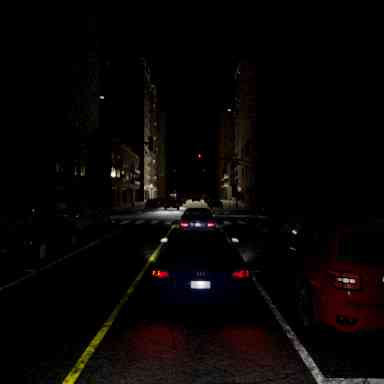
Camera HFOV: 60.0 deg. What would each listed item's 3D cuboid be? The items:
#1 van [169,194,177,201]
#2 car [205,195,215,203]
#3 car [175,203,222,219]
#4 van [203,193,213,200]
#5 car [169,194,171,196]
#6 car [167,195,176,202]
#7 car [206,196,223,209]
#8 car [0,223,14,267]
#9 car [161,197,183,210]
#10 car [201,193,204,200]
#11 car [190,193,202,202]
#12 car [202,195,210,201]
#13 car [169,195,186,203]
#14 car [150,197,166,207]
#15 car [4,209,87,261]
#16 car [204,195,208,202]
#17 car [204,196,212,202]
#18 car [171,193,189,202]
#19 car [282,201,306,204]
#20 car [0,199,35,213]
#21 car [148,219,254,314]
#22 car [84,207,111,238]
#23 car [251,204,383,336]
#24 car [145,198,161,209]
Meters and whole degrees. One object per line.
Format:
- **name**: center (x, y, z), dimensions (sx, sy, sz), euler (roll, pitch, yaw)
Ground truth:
- **van**: center (-4.748, 1.369, 84.702), dimensions (1.690, 1.788, 3.998), euler (1, 0, 1)
- **car**: center (3.329, 1.593, 50.547), dimensions (1.802, 1.307, 4.206), euler (1, 0, 1)
- **car**: center (0.276, 1.551, 17.799), dimensions (2.033, 1.411, 5.357), euler (0, 0, 0)
- **van**: center (3.480, 1.356, 61.894), dimensions (1.690, 1.788, 3.998), euler (1, 0, 1)
- **car**: center (-4.973, 1.600, 67.685), dimensions (1.802, 1.307, 4.206), euler (1, 0, 1)
- **car**: center (-4.823, 1.464, 79.030), dimensions (1.967, 1.590, 4.097), euler (1, 0, 1)
- **car**: center (3.255, 1.591, 44.874), dimensions (1.802, 1.307, 4.206), euler (1, 0, 1)
- **car**: center (-5.773, 1.526, 6.560), dimensions (1.752, 1.417, 4.829), euler (1, 0, 1)
- **car**: center (-2.541, 1.610, 43.200), dimensions (1.895, 1.301, 4.718), euler (0, 0, 1)
- **car**: center (3.554, 1.333, 67.566), dimensions (2.192, 1.841, 5.009), euler (1, 0, 1)
- **car**: center (1.038, 1.503, 79.821), dimensions (1.882, 1.535, 5.008), euler (0, 0, 1)
- **car**: center (3.849, 1.597, 90.257), dimensions (1.947, 1.339, 4.313), euler (1, 0, 1)
- **car**: center (-2.411, 1.613, 52.631), dimensions (1.895, 1.301, 4.718), euler (0, 0, 1)
- **car**: center (-5.196, 1.556, 50.668), dimensions (1.887, 1.381, 4.507), euler (1, 0, 1)
- **car**: center (-5.698, 1.547, 12.354), dimensions (1.887, 1.381, 4.507), euler (1, 0, 1)
- **car**: center (3.403, 1.595, 56.220), dimensions (1.802, 1.307, 4.206), euler (1, 0, 1)
- **car**: center (3.700, 1.606, 78.911), dimensions (1.802, 1.307, 4.206), euler (1, 0, 1)
- **car**: center (-2.256, 1.368, 62.272), dimensions (2.097, 1.767, 4.553), euler (0, 0, 1)
- **car**: center (9.268, 1.600, 32.027), dimensions (4.902, 1.511, 2.128), euler (0, -1, 1)
- **car**: center (-16.412, 1.341, 29.303), dimensions (4.902, 1.511, 2.128), euler (1, -1, 1)
- **car**: center (0.178, 1.565, 7.736), dimensions (1.994, 1.385, 4.181), euler (0, 0, 1)
- **car**: center (-5.626, 1.529, 17.808), dimensions (1.752, 1.417, 4.829), euler (1, 0, 1)
- **car**: center (2.756, 1.316, 6.609), dimensions (2.192, 1.841, 5.009), euler (1, 0, 1)
- **car**: center (-5.270, 1.554, 44.995), dimensions (1.887, 1.381, 4.507), euler (1, 0, 1)
